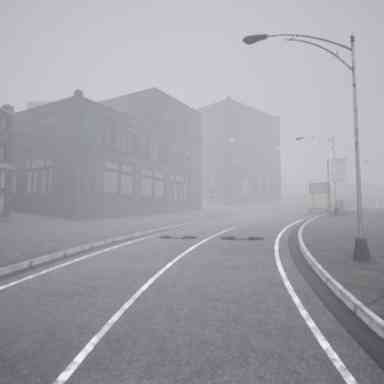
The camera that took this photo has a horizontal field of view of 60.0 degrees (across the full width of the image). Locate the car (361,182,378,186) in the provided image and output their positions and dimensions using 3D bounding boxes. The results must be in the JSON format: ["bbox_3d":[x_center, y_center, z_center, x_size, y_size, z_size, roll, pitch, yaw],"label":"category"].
[{"bbox_3d":[43.558,-1.750,84.096,4.674,1.452,2.002,0,-5,-3],"label":"car"}]

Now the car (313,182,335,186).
[{"bbox_3d":[32.497,-1.810,83.701,4.892,1.521,2.231,0,-5,-1],"label":"car"}]

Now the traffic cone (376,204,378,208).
[{"bbox_3d":[26.458,2.038,47.621,0.340,0.580,0.340,0,-4,-42],"label":"traffic cone"}]

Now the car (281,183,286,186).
[{"bbox_3d":[21.559,-1.904,83.434,4.553,1.767,2.185,0,-5,-1],"label":"car"}]

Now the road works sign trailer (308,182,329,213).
[{"bbox_3d":[15.581,0.623,40.303,2.380,3.560,2.880,-4,-1,43],"label":"road works sign trailer"}]

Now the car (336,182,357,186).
[{"bbox_3d":[38.015,-1.813,83.849,4.892,1.521,2.231,0,-5,-2],"label":"car"}]
